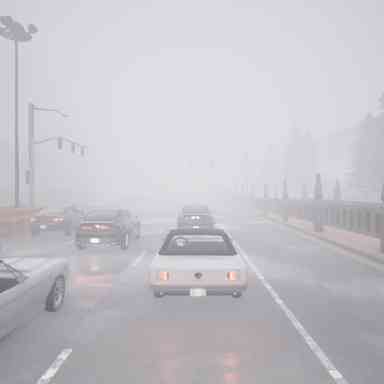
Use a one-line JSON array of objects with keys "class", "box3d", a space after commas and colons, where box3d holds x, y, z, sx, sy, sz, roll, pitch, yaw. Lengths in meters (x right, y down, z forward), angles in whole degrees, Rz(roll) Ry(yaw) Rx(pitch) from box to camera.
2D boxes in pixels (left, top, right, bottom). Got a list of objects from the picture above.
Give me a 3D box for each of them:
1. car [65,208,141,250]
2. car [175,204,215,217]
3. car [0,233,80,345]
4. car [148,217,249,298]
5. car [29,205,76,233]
[{"class": "car", "box3d": [-3.337, 1.412, 13.889, 1.837, 1.490, 4.892, 0, 0, 0]}, {"class": "car", "box3d": [0.187, 1.385, 17.612, 1.837, 1.490, 4.892, 0, 0, 0]}, {"class": "car", "box3d": [-3.385, 1.576, 4.663, 1.895, 1.301, 4.718, 0, 0, 0]}, {"class": "car", "box3d": [0.131, 1.549, 8.352, 1.895, 1.301, 4.718, 0, 0, 0]}, {"class": "car", "box3d": [-6.843, 1.406, 17.518, 1.812, 1.442, 4.674, 0, 0, -1]}]
